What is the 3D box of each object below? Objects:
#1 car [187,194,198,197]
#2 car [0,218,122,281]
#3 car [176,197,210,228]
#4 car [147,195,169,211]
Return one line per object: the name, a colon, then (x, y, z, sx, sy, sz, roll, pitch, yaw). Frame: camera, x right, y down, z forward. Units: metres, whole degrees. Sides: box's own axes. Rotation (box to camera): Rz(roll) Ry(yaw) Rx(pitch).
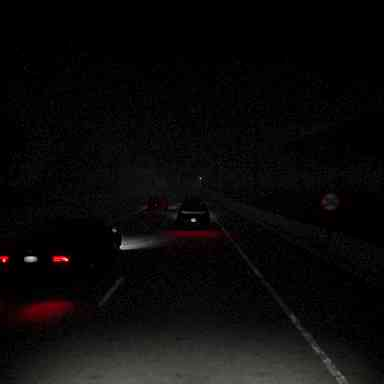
car: (0.047, 1.004, 40.962, 1.812, 1.442, 4.674, 0, 1, 0)
car: (-3.418, 1.451, 9.572, 2.033, 1.411, 5.357, 0, 1, 0)
car: (0.074, 1.284, 20.339, 2.128, 1.511, 4.902, 0, 1, 0)
car: (-3.446, 1.077, 34.487, 1.882, 1.535, 5.008, 0, 1, 0)
